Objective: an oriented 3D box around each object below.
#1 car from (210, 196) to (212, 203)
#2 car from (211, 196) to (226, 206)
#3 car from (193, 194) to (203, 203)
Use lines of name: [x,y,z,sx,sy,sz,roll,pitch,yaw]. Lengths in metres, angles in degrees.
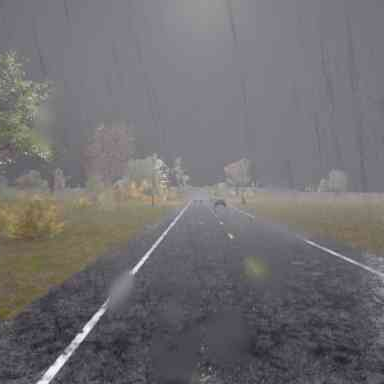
car: [4.847,1.617,72.198,1.837,1.490,4.892,1,0,1]
car: [4.633,1.614,55.875,1.837,1.490,4.892,1,0,1]
car: [1.341,1.603,71.939,2.033,1.411,5.357,1,0,1]
